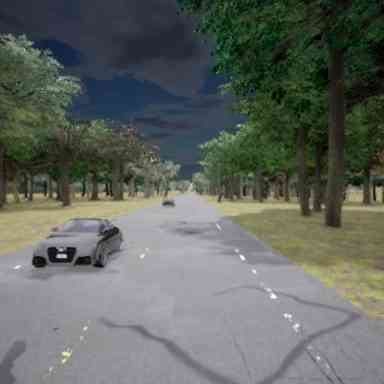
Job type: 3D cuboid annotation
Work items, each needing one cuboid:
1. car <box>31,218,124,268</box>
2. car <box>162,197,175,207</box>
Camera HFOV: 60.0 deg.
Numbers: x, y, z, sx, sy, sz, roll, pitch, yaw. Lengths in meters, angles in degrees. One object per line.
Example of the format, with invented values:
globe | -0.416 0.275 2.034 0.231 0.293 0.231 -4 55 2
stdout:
car | -3.605 1.582 11.183 1.994 1.385 4.181 0 0 0
car | -3.593 1.538 51.620 2.033 1.411 5.357 0 0 0
